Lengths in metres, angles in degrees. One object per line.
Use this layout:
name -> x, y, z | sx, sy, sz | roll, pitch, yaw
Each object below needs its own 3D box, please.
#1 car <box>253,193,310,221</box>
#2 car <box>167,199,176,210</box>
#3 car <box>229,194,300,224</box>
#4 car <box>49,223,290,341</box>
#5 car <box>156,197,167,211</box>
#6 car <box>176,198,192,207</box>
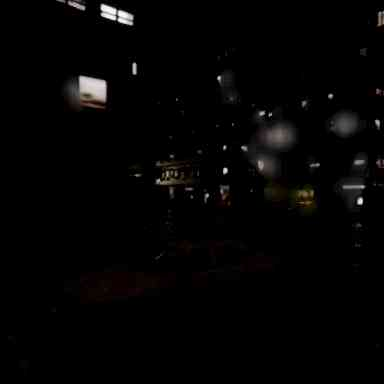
car -> 6.510, 1.168, 26.408 | 2.150, 2.045, 5.566 | 0, 1, -36
car -> -4.486, 1.376, 41.611 | 1.882, 1.535, 5.008 | 0, 0, -36
car -> 4.872, 1.270, 24.264 | 2.192, 1.841, 5.009 | 0, 0, -36
car -> -0.127, 1.526, 6.471 | 4.829, 1.417, 1.752 | 0, 0, -36
car -> -5.096, 1.450, 38.027 | 1.887, 1.381, 4.507 | 0, 0, -36
car -> -1.632, 1.474, 47.532 | 1.802, 1.307, 4.206 | 0, 0, -36
